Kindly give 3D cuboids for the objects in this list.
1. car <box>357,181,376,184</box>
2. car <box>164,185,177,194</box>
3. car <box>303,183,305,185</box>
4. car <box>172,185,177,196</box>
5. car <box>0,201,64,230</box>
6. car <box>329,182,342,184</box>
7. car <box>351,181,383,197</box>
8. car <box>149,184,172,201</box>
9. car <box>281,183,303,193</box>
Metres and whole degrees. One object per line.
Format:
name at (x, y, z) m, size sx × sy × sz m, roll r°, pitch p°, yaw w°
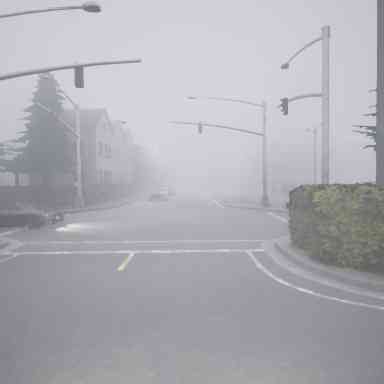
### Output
car at (19.010, -0.176, 34.213) m, size 1.905 × 1.878 × 3.866 m, roll -1°, pitch 2°, yaw 0°
car at (-3.729, -0.508, 58.164) m, size 1.837 × 1.490 × 4.892 m, roll -1°, pitch 2°, yaw 0°
car at (18.884, -0.872, 59.131) m, size 1.970 × 1.475 × 3.806 m, roll -1°, pitch 2°, yaw 0°
car at (-3.741, -0.305, 47.780) m, size 2.097 × 1.767 × 4.553 m, roll -1°, pitch 2°, yaw 0°
car at (-8.910, 1.175, 17.244) m, size 4.181 × 1.385 × 1.994 m, roll -2°, pitch 3°, yaw 4°
car at (25.299, -1.034, 59.485) m, size 2.152 × 1.636 × 5.027 m, roll -1°, pitch 2°, yaw 0°
car at (22.254, -0.461, 42.094) m, size 1.932 × 1.855 × 4.605 m, roll -1°, pitch 2°, yaw 0°
car at (-3.721, 0.163, 37.762) m, size 1.882 × 1.535 × 5.008 m, roll -1°, pitch 2°, yaw 0°
car at (15.261, -0.525, 52.070) m, size 2.007 × 1.523 × 4.514 m, roll -1°, pitch 2°, yaw 0°
